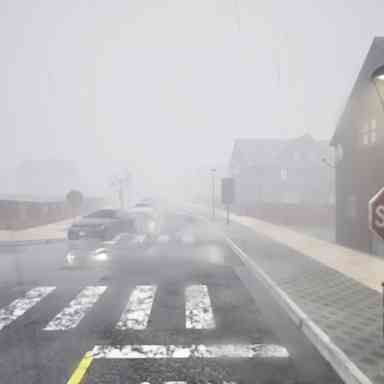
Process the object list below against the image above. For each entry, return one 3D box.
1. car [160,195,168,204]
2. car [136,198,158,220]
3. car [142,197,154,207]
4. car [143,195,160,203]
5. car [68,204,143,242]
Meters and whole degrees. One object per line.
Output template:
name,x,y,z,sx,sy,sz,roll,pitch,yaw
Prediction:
car,-5.918,1.405,63.680,2.097,1.767,4.553,0,0,-11
car,-4.091,1.551,28.168,1.812,1.442,4.674,0,0,-5
car,-7.099,1.546,53.940,1.837,1.490,4.892,0,0,-8
car,-5.392,1.386,41.023,2.097,1.767,4.553,0,0,-7
car,-4.249,1.540,16.609,1.812,1.442,4.674,0,0,12
